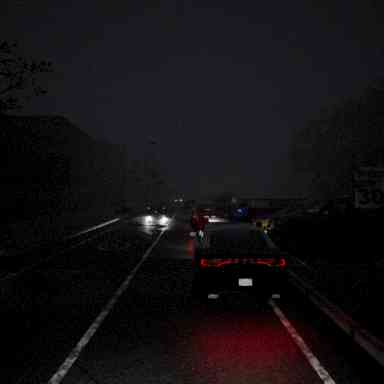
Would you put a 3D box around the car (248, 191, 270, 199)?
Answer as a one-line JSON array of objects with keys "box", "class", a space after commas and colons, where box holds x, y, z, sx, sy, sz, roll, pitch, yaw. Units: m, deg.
[{"box": [18.573, 0.848, 91.968, 5.566, 2.045, 2.435, 0, 0, 0], "class": "car"}]

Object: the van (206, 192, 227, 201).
[{"box": [5.449, 0.995, 74.892, 4.442, 1.987, 1.878, 0, 0, 0], "class": "van"}]

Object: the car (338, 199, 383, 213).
[{"box": [18.771, 1.515, 36.328, 4.792, 1.488, 2.163, 0, 0, 0], "class": "car"}]

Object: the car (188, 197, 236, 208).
[{"box": [0.954, 1.357, 18.485, 2.097, 1.767, 4.553, 0, 0, 0], "class": "car"}]

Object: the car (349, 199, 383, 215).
[{"box": [18.720, 1.527, 33.544, 4.792, 1.488, 2.163, 0, 0, 0], "class": "car"}]

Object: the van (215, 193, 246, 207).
[{"box": [5.746, 1.175, 49.663, 4.442, 1.987, 1.878, 0, 0, 0], "class": "van"}]

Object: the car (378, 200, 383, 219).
[{"box": [18.758, 1.503, 27.995, 5.008, 1.535, 2.097, 0, 0, 0], "class": "car"}]

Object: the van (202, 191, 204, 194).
[{"box": [5.420, 0.914, 86.104, 4.442, 1.987, 1.878, 0, 0, 0], "class": "van"}]

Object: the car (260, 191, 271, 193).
[{"box": [18.580, 0.867, 89.306, 5.566, 2.045, 2.435, 0, 0, 0], "class": "car"}]

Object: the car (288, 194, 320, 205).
[{"box": [18.725, 1.233, 55.758, 4.553, 1.767, 2.185, 0, 0, 0], "class": "car"}]

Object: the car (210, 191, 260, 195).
[{"box": [5.615, 1.190, 44.056, 5.566, 2.045, 2.435, 0, 0, 0], "class": "car"}]

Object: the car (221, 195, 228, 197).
[{"box": [5.664, 1.475, 38.449, 4.892, 1.521, 2.231, 0, 0, 0], "class": "car"}]

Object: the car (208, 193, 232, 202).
[{"box": [5.556, 1.155, 66.483, 4.553, 1.767, 2.185, 0, 0, 0], "class": "car"}]

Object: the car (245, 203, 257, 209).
[{"box": [5.529, 1.493, 16.016, 5.366, 1.575, 1.946, 0, 0, 0], "class": "car"}]

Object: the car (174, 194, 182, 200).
[{"box": [-3.344, 1.262, 81.722, 1.994, 1.385, 4.181, 0, 0, 0], "class": "car"}]

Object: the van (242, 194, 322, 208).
[{"box": [5.817, 1.275, 21.623, 4.442, 1.987, 1.878, 0, 0, 0], "class": "van"}]

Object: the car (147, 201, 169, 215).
[{"box": [-3.388, 1.579, 33.425, 1.895, 1.301, 4.718, 0, 0, 0], "class": "car"}]

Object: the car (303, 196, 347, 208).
[{"box": [18.901, 1.415, 47.431, 5.366, 1.575, 1.946, 0, 0, 0], "class": "car"}]

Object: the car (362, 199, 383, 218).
[{"box": [18.941, 1.497, 30.773, 5.366, 1.575, 1.946, 0, 0, 0], "class": "car"}]

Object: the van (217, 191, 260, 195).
[{"box": [5.767, 1.235, 41.256, 4.442, 1.987, 1.878, 0, 0, 0], "class": "van"}]

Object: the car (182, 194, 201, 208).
[{"box": [-0.035, 1.408, 45.969, 1.882, 1.535, 5.008, 0, 0, 0], "class": "car"}]

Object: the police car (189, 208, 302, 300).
[{"box": [0.966, 1.432, 8.613, 1.930, 1.638, 5.238, 0, 0, 0], "class": "police car"}]

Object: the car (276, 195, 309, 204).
[{"box": [18.494, 1.316, 61.308, 5.366, 1.575, 1.946, 0, 0, 0], "class": "car"}]

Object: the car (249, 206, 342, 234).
[{"box": [5.710, 1.539, 18.819, 4.674, 1.452, 2.002, 0, 0, 0], "class": "car"}]

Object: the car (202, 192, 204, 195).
[{"box": [5.553, 1.200, 77.697, 5.008, 1.535, 2.097, 0, 0, 0], "class": "car"}]

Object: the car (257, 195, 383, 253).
[{"box": [5.693, 1.243, 13.213, 5.566, 2.045, 2.435, 0, 0, 0], "class": "car"}]

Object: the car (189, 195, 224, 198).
[{"box": [0.947, 1.350, 24.493, 2.097, 1.767, 4.553, 0, 0, 0], "class": "car"}]

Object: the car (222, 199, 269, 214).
[{"box": [5.662, 1.527, 35.646, 4.674, 1.452, 2.002, 0, 0, 0], "class": "car"}]

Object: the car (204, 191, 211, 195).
[{"box": [5.572, 1.069, 60.876, 5.566, 2.045, 2.435, 0, 0, 0], "class": "car"}]

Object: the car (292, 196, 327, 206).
[{"box": [18.672, 1.408, 52.982, 4.792, 1.488, 2.163, 0, 0, 0], "class": "car"}]

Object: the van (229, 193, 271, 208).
[{"box": [5.569, 1.277, 27.233, 4.442, 1.987, 1.878, 0, 0, 0], "class": "van"}]

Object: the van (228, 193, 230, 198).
[{"box": [5.795, 1.274, 30.035, 4.442, 1.987, 1.878, 0, 0, 0], "class": "van"}]

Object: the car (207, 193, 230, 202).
[{"box": [5.548, 1.135, 69.286, 4.553, 1.767, 2.185, 0, 0, 0], "class": "car"}]

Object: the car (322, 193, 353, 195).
[{"box": [18.707, 1.221, 39.101, 5.566, 2.045, 2.435, 0, 0, 0], "class": "car"}]

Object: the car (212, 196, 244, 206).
[{"box": [5.616, 1.382, 52.468, 4.892, 1.521, 2.231, 0, 0, 0], "class": "car"}]

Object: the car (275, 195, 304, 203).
[{"box": [18.678, 1.300, 64.085, 4.892, 1.521, 2.231, 0, 0, 0], "class": "car"}]

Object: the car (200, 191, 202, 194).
[{"box": [5.708, 1.097, 91.713, 5.366, 1.575, 1.946, 0, 0, 0], "class": "car"}]

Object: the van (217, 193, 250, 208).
[{"box": [5.753, 1.195, 46.860, 4.442, 1.987, 1.878, 0, 0, 0], "class": "van"}]
